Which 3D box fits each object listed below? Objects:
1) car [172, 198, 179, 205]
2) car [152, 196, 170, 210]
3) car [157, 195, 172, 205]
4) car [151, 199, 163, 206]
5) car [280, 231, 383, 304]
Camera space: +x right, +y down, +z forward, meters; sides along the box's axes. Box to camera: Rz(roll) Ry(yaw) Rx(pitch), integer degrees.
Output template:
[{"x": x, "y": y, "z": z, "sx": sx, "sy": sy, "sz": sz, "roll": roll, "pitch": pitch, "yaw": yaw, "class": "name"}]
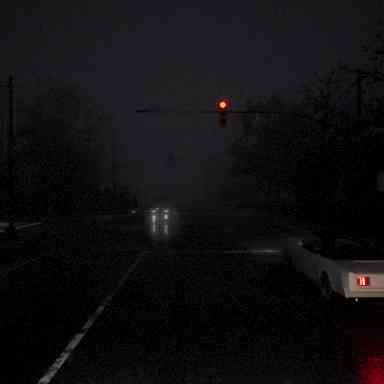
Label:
[{"x": -4.994, "y": 2.126, "z": 73.582, "sx": 1.882, "sy": 1.535, "sz": 5.008, "roll": 0, "pitch": -1, "yaw": -19, "class": "car"}, {"x": -4.102, "y": 1.583, "z": 43.509, "sx": 1.837, "sy": 1.490, "sz": 4.892, "roll": 0, "pitch": -1, "yaw": -3, "class": "car"}, {"x": -4.903, "y": 1.448, "z": 53.602, "sx": 2.150, "sy": 2.045, "sz": 5.566, "roll": 0, "pitch": -1, "yaw": -6, "class": "car"}, {"x": -7.017, "y": 2.088, "z": 67.246, "sx": 1.994, "sy": 1.385, "sz": 4.181, "roll": 0, "pitch": -1, "yaw": -12, "class": "car"}, {"x": 3.594, "y": 1.601, "z": 8.107, "sx": 1.895, "sy": 1.301, "sz": 4.718, "roll": 0, "pitch": 0, "yaw": 0, "class": "car"}]
